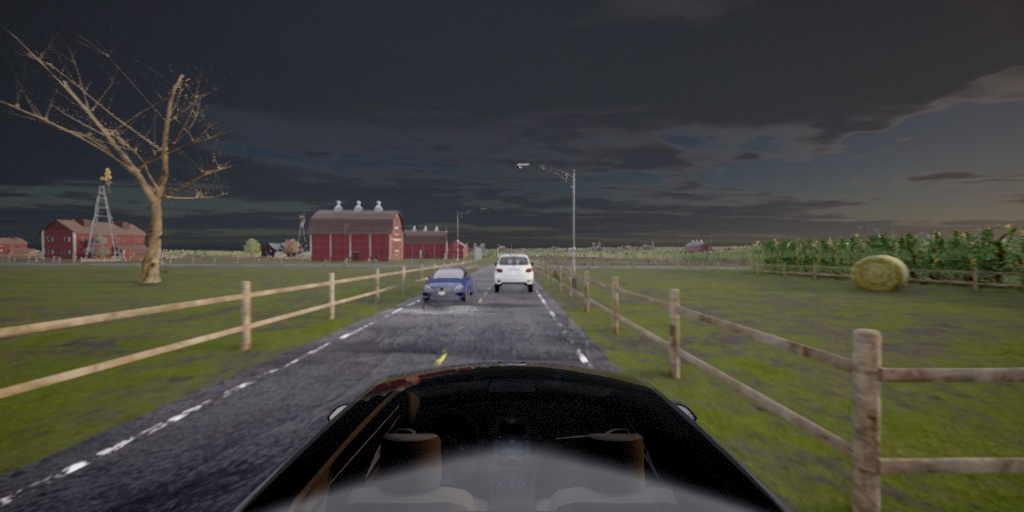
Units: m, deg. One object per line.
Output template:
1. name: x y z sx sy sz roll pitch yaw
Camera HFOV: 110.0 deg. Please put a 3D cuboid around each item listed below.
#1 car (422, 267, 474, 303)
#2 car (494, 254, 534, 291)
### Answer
1. car: -2.832 1.245 16.766 1.812 1.442 4.674 0 0 0
2. car: 0.104 0.931 21.511 2.150 2.045 5.566 0 0 0
